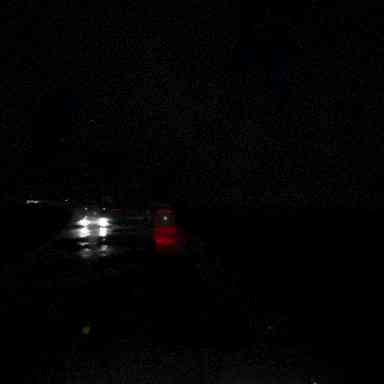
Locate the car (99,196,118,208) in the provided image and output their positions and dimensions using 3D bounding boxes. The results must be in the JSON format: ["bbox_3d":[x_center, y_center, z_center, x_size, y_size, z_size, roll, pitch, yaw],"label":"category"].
[{"bbox_3d":[-11.072,1.251,42.664,1.882,1.535,5.008,1,0,-31],"label":"car"}]

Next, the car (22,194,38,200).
[{"bbox_3d":[-31.445,0.954,64.482,1.895,1.301,4.718,1,0,-41],"label":"car"}]

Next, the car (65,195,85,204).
[{"bbox_3d":[-19.165,1.157,55.043,2.033,1.411,5.357,1,0,-41],"label":"car"}]

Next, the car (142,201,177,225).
[{"bbox_3d":[-2.347,1.428,23.633,1.837,1.490,4.892,0,0,-16],"label":"car"}]

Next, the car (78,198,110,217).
[{"bbox_3d":[-8.796,1.457,29.605,1.895,1.301,4.718,0,0,-21],"label":"car"}]
